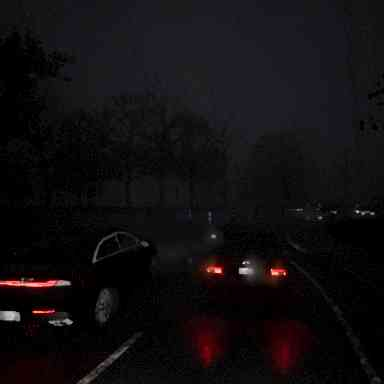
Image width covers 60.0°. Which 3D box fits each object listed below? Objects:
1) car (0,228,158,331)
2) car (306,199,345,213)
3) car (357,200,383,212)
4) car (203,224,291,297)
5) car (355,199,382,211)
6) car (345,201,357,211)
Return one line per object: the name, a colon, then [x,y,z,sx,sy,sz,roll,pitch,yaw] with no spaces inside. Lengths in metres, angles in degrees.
car: [-2.093,1.491,6.967,2.128,1.511,4.902,0,0,10]
car: [15.376,1.558,38.924,4.553,1.767,2.097,1,-1,-35]
car: [25.821,2.131,46.838,5.357,1.411,2.033,3,-2,-38]
car: [1.419,1.547,8.780,2.033,1.411,5.357,0,0,9]
car: [28.210,2.135,53.186,4.553,1.767,2.097,3,-2,-39]
car: [21.036,1.950,47.549,5.008,1.535,1.882,2,-1,-38]
